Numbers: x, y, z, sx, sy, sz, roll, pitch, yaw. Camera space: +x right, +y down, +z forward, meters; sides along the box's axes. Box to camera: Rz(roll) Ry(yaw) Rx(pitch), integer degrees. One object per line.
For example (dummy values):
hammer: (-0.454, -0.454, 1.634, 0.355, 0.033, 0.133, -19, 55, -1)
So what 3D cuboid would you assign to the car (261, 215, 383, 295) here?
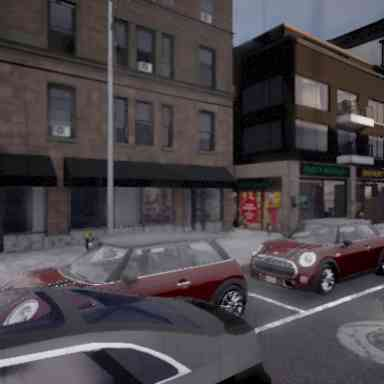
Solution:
car: (3.407, 1.444, 8.664, 4.097, 1.590, 1.967, 0, 0, -36)

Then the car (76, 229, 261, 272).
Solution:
car: (-1.061, 1.446, 5.438, 4.097, 1.590, 1.967, 0, 0, -36)

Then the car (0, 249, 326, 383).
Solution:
car: (-1.638, 1.496, 1.891, 4.902, 1.511, 2.128, 0, 0, -36)
